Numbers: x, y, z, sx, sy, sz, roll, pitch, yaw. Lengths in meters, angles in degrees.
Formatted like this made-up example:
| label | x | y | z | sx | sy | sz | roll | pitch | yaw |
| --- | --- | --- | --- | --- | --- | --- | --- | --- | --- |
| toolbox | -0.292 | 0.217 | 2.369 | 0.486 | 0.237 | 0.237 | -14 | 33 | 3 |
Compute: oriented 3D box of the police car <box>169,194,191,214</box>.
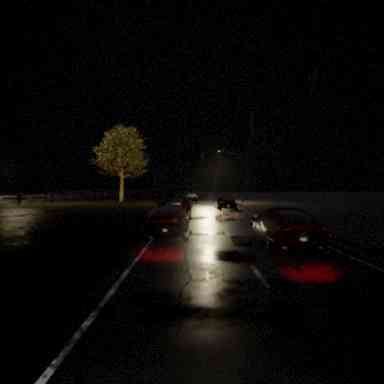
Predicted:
| label | x | y | z | sx | sy | sz | roll | pitch | yaw |
| --- | --- | --- | --- | --- | --- | --- | --- | --- | --- |
| police car | -1.075 | 1.066 | 31.619 | 1.930 | 1.638 | 5.238 | 0 | 1 | 0 |

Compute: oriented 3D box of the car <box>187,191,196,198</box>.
| label | x | y | z | sx | sy | sz | roll | pitch | yaw |
| --- | --- | --- | --- | --- | --- | --- | --- | --- | --- |
| car | -0.058 | 0.524 | 71.685 | 1.994 | 1.385 | 4.181 | 0 | 1 | 0 |

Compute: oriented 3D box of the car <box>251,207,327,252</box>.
| label | x | y | z | sx | sy | sz | roll | pitch | yaw |
| --- | --- | --- | --- | --- | --- | --- | --- | --- | --- |
| car | 3.591 | 1.341 | 13.165 | 1.882 | 1.535 | 5.008 | 0 | 1 | 0 |

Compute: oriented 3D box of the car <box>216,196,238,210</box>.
| label | x | y | z | sx | sy | sz | roll | pitch | yaw |
| --- | --- | --- | --- | --- | --- | --- | --- | --- | --- |
| car | 3.585 | 1.127 | 34.824 | 1.812 | 1.442 | 4.674 | 0 | 1 | 0 |

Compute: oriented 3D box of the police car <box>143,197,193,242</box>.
| label | x | y | z | sx | sy | sz | roll | pitch | yaw |
| --- | --- | --- | --- | --- | --- | --- | --- | --- | --- |
| police car | -1.062 | 1.260 | 15.620 | 1.930 | 1.638 | 5.238 | 0 | 1 | 0 |

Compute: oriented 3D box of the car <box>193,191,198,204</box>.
| label | x | y | z | sx | sy | sz | roll | pitch | yaw |
| --- | --- | --- | --- | --- | --- | --- | --- | --- | --- |
| car | -0.040 | 0.968 | 49.729 | 2.033 | 1.411 | 5.357 | 0 | 1 | 0 |

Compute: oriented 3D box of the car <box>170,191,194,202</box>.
| label | x | y | z | sx | sy | sz | roll | pitch | yaw |
| --- | --- | --- | --- | --- | --- | --- | --- | --- | --- |
| car | -1.071 | 1.066 | 25.478 | 2.097 | 1.767 | 4.553 | 0 | 1 | 0 |
